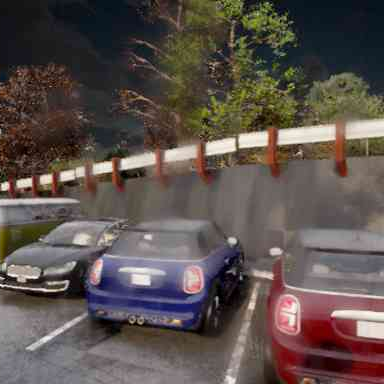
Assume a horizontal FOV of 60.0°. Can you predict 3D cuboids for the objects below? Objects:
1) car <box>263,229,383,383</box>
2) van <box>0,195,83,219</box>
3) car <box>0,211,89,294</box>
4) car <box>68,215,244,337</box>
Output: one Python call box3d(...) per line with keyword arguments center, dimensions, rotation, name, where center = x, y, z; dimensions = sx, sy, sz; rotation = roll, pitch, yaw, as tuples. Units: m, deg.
box3d(center=(2.292, 1.354, 5.204), dimensions=(2.185, 1.767, 4.553), rotation=(0, -1, 15), name="car")
box3d(center=(-5.050, 1.195, 10.610), dimensions=(1.878, 1.987, 4.442), rotation=(0, 0, 15), name="van")
box3d(center=(-2.614, 1.441, 8.746), dimensions=(2.231, 1.521, 4.892), rotation=(1, 0, 15), name="car")
box3d(center=(-0.180, 1.334, 6.956), dimensions=(2.185, 1.767, 4.553), rotation=(0, 0, 16), name="car")
